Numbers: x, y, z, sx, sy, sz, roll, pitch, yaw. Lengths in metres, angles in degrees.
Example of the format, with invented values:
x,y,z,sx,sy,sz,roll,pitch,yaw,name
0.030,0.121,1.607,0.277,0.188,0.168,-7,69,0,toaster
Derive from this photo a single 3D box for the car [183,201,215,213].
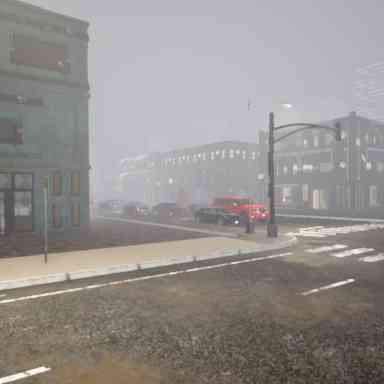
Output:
x,y,z,sx,sy,sz,roll,pitch,yaw,name
0.785,1.897,41.663,1.802,1.307,4.206,-2,0,-35,car

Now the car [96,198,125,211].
x,y,z,sx,sy,sz,roll,pitch,yaw,name
-12.532,2.032,50.508,2.128,1.511,4.902,-1,0,-35,car

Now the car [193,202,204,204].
x,y,z,sx,sy,sz,roll,pitch,yaw,name
1.102,1.895,36.768,1.895,1.301,4.718,-1,0,-35,car

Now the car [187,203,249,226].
x,y,z,sx,sy,sz,roll,pitch,yaw,name
1.895,1.810,25.425,1.947,1.339,4.313,-2,0,-35,car

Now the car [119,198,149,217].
x,y,z,sx,sy,sz,roll,pitch,yaw,name
-6.048,1.842,36.806,1.967,1.590,4.097,-2,0,-35,car

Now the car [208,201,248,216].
x,y,z,sx,sy,sz,roll,pitch,yaw,name
3.991,1.803,37.151,2.008,1.369,4.403,-2,0,-35,car

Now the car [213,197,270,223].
x,y,z,sx,sy,sz,roll,pitch,yaw,name
3.813,1.444,27.414,2.150,2.045,5.566,-1,0,-35,car

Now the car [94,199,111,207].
x,y,z,sx,sy,sz,roll,pitch,yaw,name
-18.455,2.221,68.733,1.887,1.381,4.507,-1,0,-35,car

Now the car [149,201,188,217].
x,y,z,sx,sy,sz,roll,pitch,yaw,name
-2.375,1.822,36.128,1.882,1.535,5.008,-1,0,-35,car

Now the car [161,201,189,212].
x,y,z,sx,sy,sz,roll,pitch,yaw,name
-2.421,1.960,46.174,1.802,1.307,4.206,-2,0,-35,car

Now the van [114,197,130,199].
x,y,z,sx,sy,sz,roll,pitch,yaw,name
-12.046,1.900,59.709,1.690,1.788,3.998,-1,0,-35,van
